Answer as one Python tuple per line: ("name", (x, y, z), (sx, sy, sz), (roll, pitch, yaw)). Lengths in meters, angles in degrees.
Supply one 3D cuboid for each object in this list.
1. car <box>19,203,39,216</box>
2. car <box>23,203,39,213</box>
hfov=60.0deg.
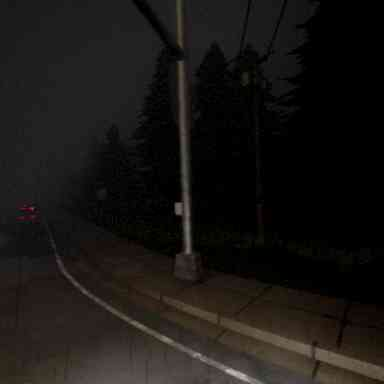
("car", (-20.707, 2.213, 42.113), (2.128, 1.511, 4.902), (-2, 0, -24))
("car", (-24.762, 2.431, 51.235), (1.994, 1.385, 4.181), (-2, 0, -23))
